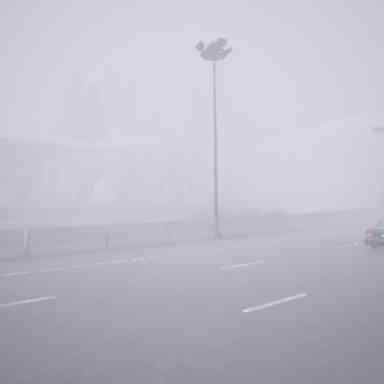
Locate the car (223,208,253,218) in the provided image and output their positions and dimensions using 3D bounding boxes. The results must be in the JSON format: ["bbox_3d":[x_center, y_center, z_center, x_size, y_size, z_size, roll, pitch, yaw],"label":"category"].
[{"bbox_3d":[6.056,2.455,35.996,4.902,1.511,2.128,1,-2,-44],"label":"car"}]

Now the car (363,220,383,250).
[{"bbox_3d":[9.701,1.858,15.196,5.357,1.411,2.033,1,-2,-42],"label":"car"}]

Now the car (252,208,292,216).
[{"bbox_3d":[8.390,2.397,33.390,4.181,1.385,1.994,1,-2,-44],"label":"car"}]

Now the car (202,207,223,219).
[{"bbox_3d":[3.611,2.636,38.495,4.181,1.385,1.994,1,-2,-44],"label":"car"}]

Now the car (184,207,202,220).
[{"bbox_3d":[1.163,2.645,40.999,4.902,1.511,2.128,1,-2,-44],"label":"car"}]
